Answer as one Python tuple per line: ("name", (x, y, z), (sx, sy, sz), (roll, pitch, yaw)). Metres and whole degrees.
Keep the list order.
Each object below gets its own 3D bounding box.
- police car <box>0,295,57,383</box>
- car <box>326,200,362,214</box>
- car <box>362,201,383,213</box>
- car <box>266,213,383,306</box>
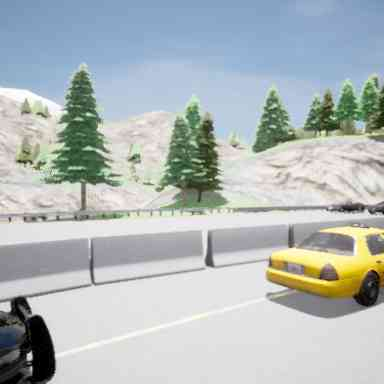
("police car", (-3.800, 1.459, 2.350), (5.238, 1.638, 1.930), (0, -1, -38))
("car", (17.779, 1.699, 38.479), (4.902, 1.511, 2.128), (0, 0, -24))
("car", (21.332, 1.685, 36.250), (4.892, 1.490, 1.837), (1, -1, -24))
("car", (4.170, 1.500, 8.081), (5.366, 1.575, 1.801), (0, 0, -34))
